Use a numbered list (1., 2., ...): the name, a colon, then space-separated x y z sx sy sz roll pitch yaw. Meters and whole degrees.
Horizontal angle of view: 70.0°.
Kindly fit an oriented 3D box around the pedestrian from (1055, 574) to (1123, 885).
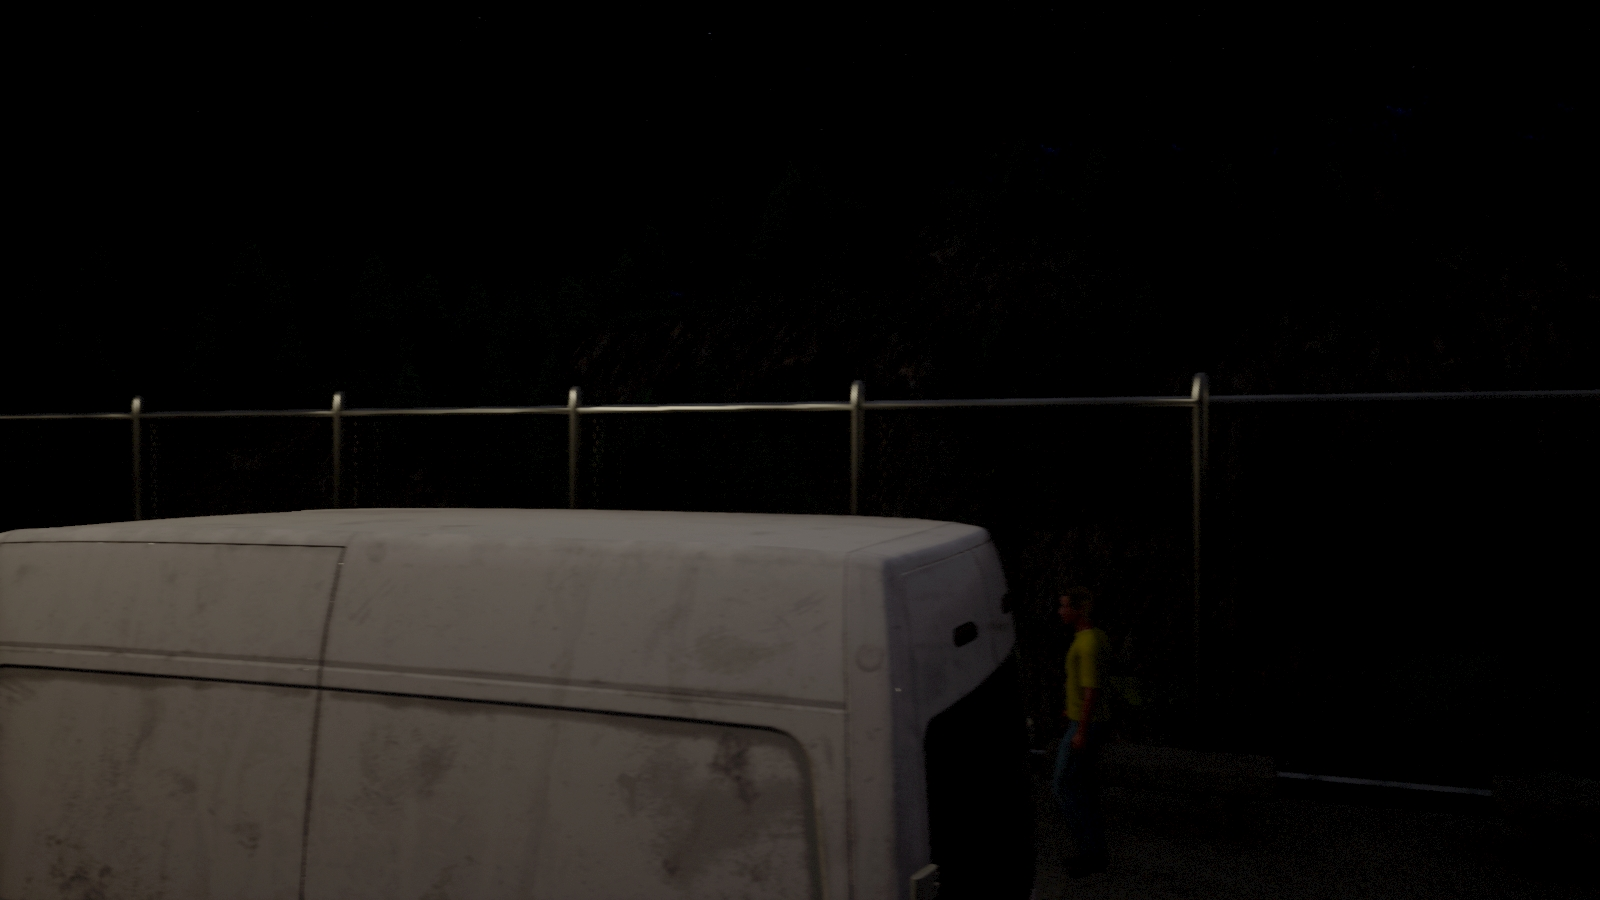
1. pedestrian: 1.844 1.746 7.273 0.375 1.860 0.375 0 0 21

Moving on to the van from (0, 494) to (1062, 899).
1. van: -2.086 1.534 4.587 5.915 2.561 1.988 0 0 20
